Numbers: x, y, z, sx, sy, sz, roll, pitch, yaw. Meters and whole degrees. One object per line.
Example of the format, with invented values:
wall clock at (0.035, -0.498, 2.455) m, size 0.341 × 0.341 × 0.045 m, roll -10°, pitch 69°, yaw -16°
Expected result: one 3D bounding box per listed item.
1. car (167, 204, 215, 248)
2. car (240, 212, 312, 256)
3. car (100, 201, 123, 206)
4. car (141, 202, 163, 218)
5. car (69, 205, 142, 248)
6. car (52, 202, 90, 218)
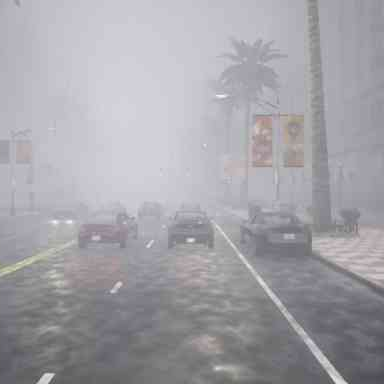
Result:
car at (-0.053, 1.513, 14.594) m, size 1.837 × 1.490 × 4.892 m, roll 0°, pitch 0°, yaw 0°
car at (3.145, 1.509, 13.194) m, size 2.161 × 1.482 × 4.786 m, roll 0°, pitch 0°, yaw -1°
car at (-7.138, 1.557, 29.834) m, size 1.812 × 1.442 × 4.674 m, roll 0°, pitch 0°, yaw 0°
car at (-3.637, 1.560, 29.574) m, size 2.033 × 1.411 × 5.357 m, roll 0°, pitch 0°, yaw 0°
car at (-3.553, 1.530, 14.574) m, size 1.812 × 1.442 × 4.674 m, roll 0°, pitch 0°, yaw 0°
car at (-10.638, 1.599, 29.815) m, size 2.033 × 1.411 × 5.357 m, roll 0°, pitch 0°, yaw 0°
